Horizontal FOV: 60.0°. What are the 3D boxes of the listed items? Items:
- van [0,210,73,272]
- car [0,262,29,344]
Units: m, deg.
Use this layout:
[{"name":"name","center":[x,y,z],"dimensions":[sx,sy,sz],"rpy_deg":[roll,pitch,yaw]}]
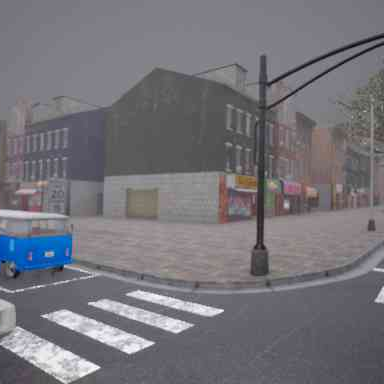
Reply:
[{"name":"van","center":[-5.380,1.485,10.305],"dimensions":[3.998,1.788,1.690],"rpy_deg":[0,-2,38]},{"name":"car","center":[-4.838,1.555,4.785],"dimensions":[4.718,1.301,1.895],"rpy_deg":[2,-4,28]}]
